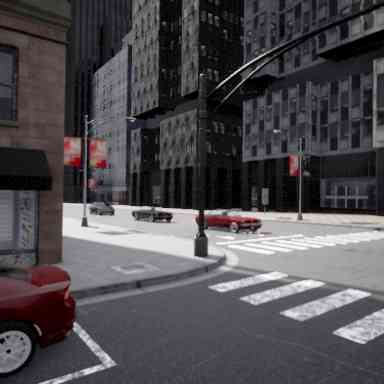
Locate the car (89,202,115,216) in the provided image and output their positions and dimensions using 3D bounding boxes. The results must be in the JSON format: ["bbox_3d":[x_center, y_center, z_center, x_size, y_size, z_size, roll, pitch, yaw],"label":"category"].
[{"bbox_3d":[-10.830,1.999,39.913,1.837,1.490,4.892,1,-1,-36],"label":"car"}]

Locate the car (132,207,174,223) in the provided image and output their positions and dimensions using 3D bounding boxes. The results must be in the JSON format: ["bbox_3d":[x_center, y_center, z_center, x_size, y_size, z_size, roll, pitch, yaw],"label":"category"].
[{"bbox_3d":[-3.597,1.980,29.842,1.895,1.301,4.718,1,-1,-36],"label":"car"}]

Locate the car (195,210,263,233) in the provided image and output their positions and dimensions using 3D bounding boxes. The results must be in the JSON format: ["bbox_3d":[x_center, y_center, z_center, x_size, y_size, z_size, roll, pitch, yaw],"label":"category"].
[{"bbox_3d":[2.313,1.865,21.650,1.895,1.301,4.718,1,-1,-36],"label":"car"}]

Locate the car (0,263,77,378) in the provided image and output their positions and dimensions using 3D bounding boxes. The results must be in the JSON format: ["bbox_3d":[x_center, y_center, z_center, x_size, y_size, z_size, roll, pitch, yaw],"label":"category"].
[{"bbox_3d":[-3.752,1.542,3.956,4.507,1.381,1.887,0,1,-36],"label":"car"}]
